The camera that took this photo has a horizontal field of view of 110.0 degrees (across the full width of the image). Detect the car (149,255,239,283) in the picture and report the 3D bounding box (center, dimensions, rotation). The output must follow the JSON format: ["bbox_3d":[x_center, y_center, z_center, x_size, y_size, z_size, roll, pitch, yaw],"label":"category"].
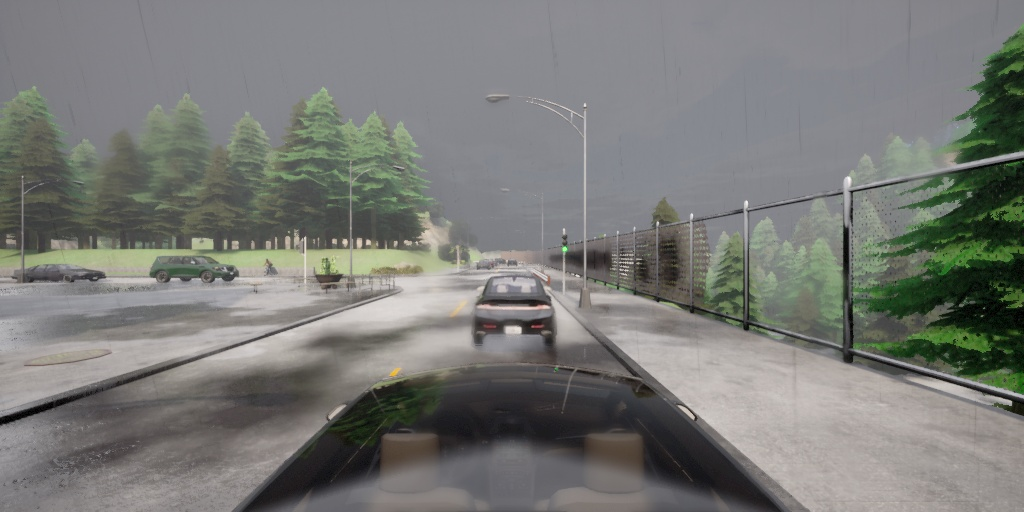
[{"bbox_3d":[-23.958,0.971,27.123,5.566,2.045,2.150,0,0,0],"label":"car"}]

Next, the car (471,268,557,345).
[{"bbox_3d":[0.058,1.243,9.474,2.128,1.511,4.902,0,0,0],"label":"car"}]

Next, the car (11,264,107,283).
[{"bbox_3d":[-34.213,1.297,27.132,5.357,1.411,2.033,0,0,0],"label":"car"}]

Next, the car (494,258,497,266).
[{"bbox_3d":[-4.068,1.227,61.982,1.882,1.535,5.008,0,0,0],"label":"car"}]

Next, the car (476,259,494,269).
[{"bbox_3d":[-4.095,1.254,52.460,1.837,1.490,4.892,0,0,0],"label":"car"}]

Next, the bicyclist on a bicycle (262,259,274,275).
[{"bbox_3d":[-24.156,1.099,35.520,0.582,1.620,1.656,0,0,0],"label":"bicyclist on a bicycle"}]
